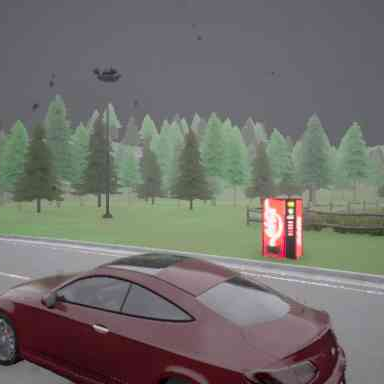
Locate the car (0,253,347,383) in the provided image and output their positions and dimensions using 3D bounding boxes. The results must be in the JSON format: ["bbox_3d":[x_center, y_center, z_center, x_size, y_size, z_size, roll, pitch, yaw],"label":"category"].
[{"bbox_3d":[-0.647,1.525,4.158,4.674,1.442,1.812,0,0,33],"label":"car"}]

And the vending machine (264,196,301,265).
[{"bbox_3d":[2.982,1.195,10.958,0.880,2.100,1.100,0,0,33],"label":"vending machine"}]
